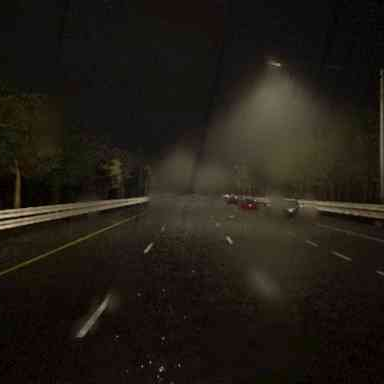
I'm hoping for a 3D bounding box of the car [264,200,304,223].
[{"bbox_3d":[7.003,1.358,25.699,2.097,1.767,4.553,0,0,0],"label":"car"}]

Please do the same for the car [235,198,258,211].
[{"bbox_3d":[7.013,1.587,41.965,1.994,1.385,4.181,0,0,0],"label":"car"}]

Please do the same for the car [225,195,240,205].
[{"bbox_3d":[7.052,1.571,59.877,1.812,1.442,4.674,0,0,0],"label":"car"}]
